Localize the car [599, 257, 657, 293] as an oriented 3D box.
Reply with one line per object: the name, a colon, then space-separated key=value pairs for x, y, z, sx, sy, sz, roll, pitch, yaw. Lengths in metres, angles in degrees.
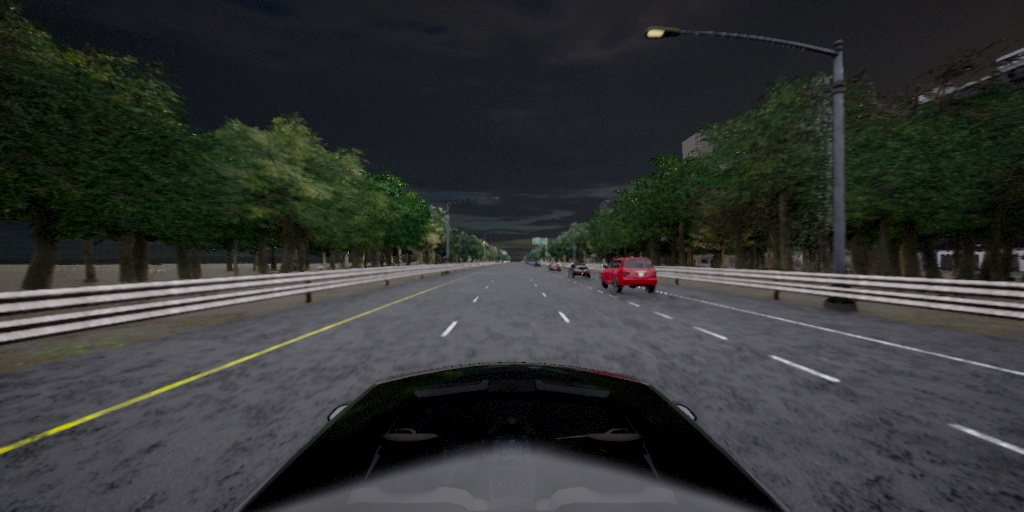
car: x=7.016 y=1.114 z=22.140 sx=2.150 sy=2.045 sz=5.566 roll=0 pitch=-1 yaw=0

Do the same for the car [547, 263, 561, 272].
car: x=7.177 y=1.933 z=61.301 sx=1.812 sy=1.442 sz=4.674 roll=0 pitch=-1 yaw=0

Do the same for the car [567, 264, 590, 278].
car: x=7.063 y=1.593 z=38.375 sx=1.837 sy=1.490 sz=4.892 roll=0 pitch=-1 yaw=0
